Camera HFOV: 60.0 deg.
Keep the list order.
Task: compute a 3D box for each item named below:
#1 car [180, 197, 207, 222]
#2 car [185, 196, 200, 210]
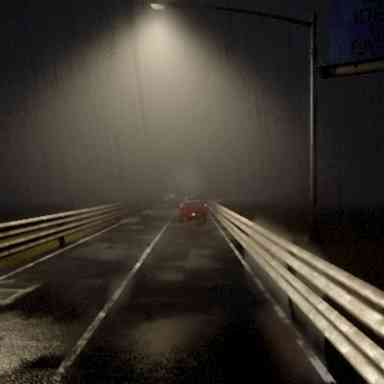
[{"bbox_3d":[0.091,1.359,24.814,1.882,1.535,5.008,0,0,0],"label":"car"},{"bbox_3d":[0.087,1.328,41.430,1.812,1.442,4.674,0,0,0],"label":"car"}]
